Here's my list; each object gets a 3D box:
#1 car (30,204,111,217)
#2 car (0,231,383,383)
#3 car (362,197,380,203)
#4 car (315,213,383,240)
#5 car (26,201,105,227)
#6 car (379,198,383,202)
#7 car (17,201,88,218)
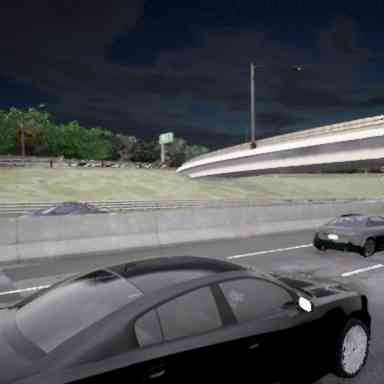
[{"bbox_3d":[-5.712,1.526,17.071,4.181,1.385,1.994,0,0,-35],"label":"car"},{"bbox_3d":[0.083,1.466,3.768,5.008,1.535,1.882,0,0,-35],"label":"car"},{"bbox_3d":[26.390,1.514,48.030,4.674,1.442,1.812,1,0,-34],"label":"car"},{"bbox_3d":[6.479,1.501,12.544,4.181,1.385,1.994,0,0,-35],"label":"car"},{"bbox_3d":[-8.861,1.456,23.413,4.892,1.490,1.837,0,0,-35],"label":"car"},{"bbox_3d":[27.617,1.585,44.629,4.718,1.301,1.895,1,0,-35],"label":"car"},{"bbox_3d":[-7.863,1.486,19.839,4.674,1.442,1.812,0,0,-35],"label":"car"}]
